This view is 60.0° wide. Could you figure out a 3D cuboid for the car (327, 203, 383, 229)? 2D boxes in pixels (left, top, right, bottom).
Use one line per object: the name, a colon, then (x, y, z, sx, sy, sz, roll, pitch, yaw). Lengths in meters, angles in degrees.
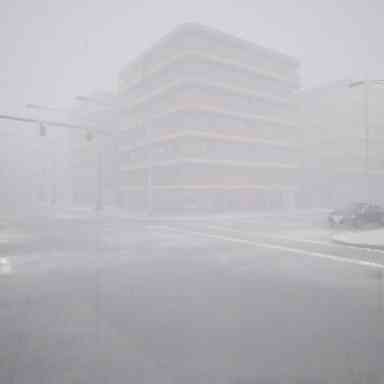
car: (10.711, 1.450, 21.445, 4.902, 1.511, 2.128, 0, 0, -35)
